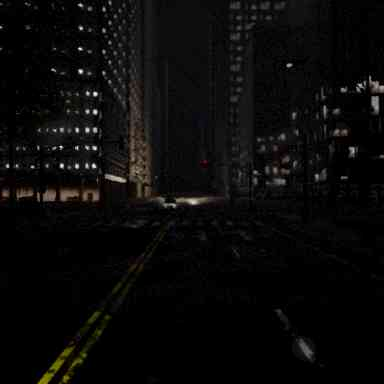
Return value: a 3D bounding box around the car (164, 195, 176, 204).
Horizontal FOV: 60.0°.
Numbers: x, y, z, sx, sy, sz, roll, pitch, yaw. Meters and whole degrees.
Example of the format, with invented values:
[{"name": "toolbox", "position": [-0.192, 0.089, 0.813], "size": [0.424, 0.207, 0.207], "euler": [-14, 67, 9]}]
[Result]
[{"name": "car", "position": [-3.942, 1.259, 60.733], "size": [2.097, 1.767, 4.553], "euler": [0, 0, -1]}]
